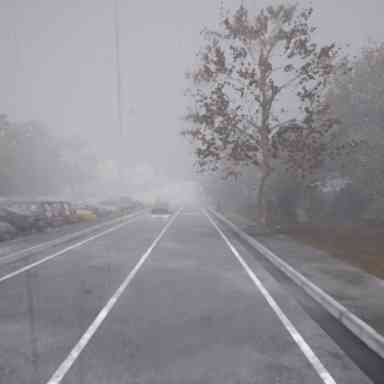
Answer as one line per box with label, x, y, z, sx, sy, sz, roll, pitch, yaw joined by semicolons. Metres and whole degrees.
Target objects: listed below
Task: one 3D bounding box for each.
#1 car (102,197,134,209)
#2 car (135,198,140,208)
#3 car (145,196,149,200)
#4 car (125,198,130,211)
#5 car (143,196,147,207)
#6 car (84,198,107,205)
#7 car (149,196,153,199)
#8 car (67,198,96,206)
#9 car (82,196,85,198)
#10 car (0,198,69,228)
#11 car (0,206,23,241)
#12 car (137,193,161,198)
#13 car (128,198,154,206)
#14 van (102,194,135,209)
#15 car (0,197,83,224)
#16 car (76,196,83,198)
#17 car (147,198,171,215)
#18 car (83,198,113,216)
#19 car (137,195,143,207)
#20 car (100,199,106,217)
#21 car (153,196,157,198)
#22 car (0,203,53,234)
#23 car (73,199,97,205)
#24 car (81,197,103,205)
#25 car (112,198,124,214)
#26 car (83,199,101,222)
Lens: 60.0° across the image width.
car;-10.280;1.748;42.241;4.792;1.488;2.163;0;-1;0
car;-10.338;1.798;47.793;4.792;1.488;2.163;0;-1;0
car;-10.492;1.862;56.113;5.366;1.575;1.946;0;-1;0
car;-10.281;1.723;39.465;4.792;1.488;2.163;0;-1;0
car;-10.301;1.829;53.346;4.892;1.521;2.231;0;-1;0
car;-23.376;2.297;80.966;5.008;1.535;2.097;0;-1;0
car;-10.121;1.903;58.766;5.366;1.575;1.946;0;-1;0
car;-23.198;2.100;70.011;5.366;1.575;1.946;0;-1;0
car;-23.413;1.753;64.477;5.566;2.045;2.435;0;-1;0
car;-10.283;1.391;20.034;4.553;1.767;2.185;0;-1;0
car;-10.318;1.507;14.480;4.674;1.452;2.002;0;-1;0
car;-10.331;1.901;72.770;5.566;2.045;2.435;0;-1;0
car;-10.311;2.055;67.213;4.892;1.521;2.231;0;-1;0
van;-10.426;1.518;45.019;4.442;1.987;1.878;0;-1;0
car;-10.282;1.416;22.810;4.553;1.767;2.185;0;-1;0
car;-23.357;1.985;61.703;4.792;1.488;2.163;0;-1;0
car;-3.393;1.718;36.859;2.033;1.411;5.357;0;-1;0
car;-10.318;1.619;31.137;4.892;1.521;2.231;0;-1;0
car;-10.339;1.671;50.568;4.553;1.767;2.185;0;-1;0
car;-10.306;1.593;28.361;4.892;1.521;2.231;0;-1;0
car;-10.119;2.002;64.438;5.366;1.575;1.946;0;-1;0
car;-10.309;1.491;17.256;5.008;1.535;2.097;0;-1;0
car;-23.380;2.192;72.780;4.674;1.452;2.002;0;-1;0
car;-23.413;2.122;78.198;4.553;1.767;2.185;0;-1;0
car;-10.126;1.640;33.913;5.366;1.575;1.946;0;-1;0
car;-10.128;1.564;25.585;5.366;1.575;1.946;0;-1;0
